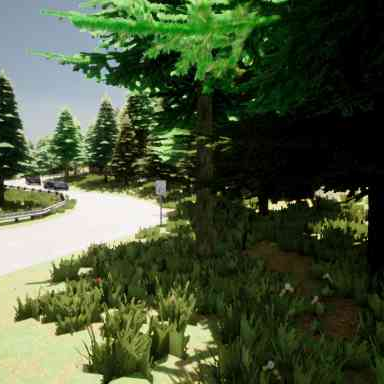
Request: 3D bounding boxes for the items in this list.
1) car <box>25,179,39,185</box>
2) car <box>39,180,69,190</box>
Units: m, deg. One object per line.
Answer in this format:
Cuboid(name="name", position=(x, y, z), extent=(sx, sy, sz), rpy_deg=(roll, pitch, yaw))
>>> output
Cuboid(name="car", position=(-25.510, -1.912, 53.400), extent=(1.837, 1.490, 4.892), rpy_deg=(0, 5, -34))
Cuboid(name="car", position=(-18.881, -0.986, 46.136), extent=(4.181, 1.385, 1.994), rpy_deg=(6, 4, 39))
